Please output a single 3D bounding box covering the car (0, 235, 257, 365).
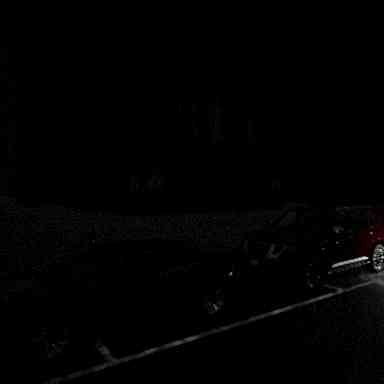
[{"bbox_3d":[-1.128,1.565,5.846,4.313,1.339,1.947,0,0,-36],"label":"car"}]

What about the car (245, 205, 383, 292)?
[{"bbox_3d":[3.493,1.312,9.144,5.009,1.841,2.192,0,0,-36],"label":"car"}]
